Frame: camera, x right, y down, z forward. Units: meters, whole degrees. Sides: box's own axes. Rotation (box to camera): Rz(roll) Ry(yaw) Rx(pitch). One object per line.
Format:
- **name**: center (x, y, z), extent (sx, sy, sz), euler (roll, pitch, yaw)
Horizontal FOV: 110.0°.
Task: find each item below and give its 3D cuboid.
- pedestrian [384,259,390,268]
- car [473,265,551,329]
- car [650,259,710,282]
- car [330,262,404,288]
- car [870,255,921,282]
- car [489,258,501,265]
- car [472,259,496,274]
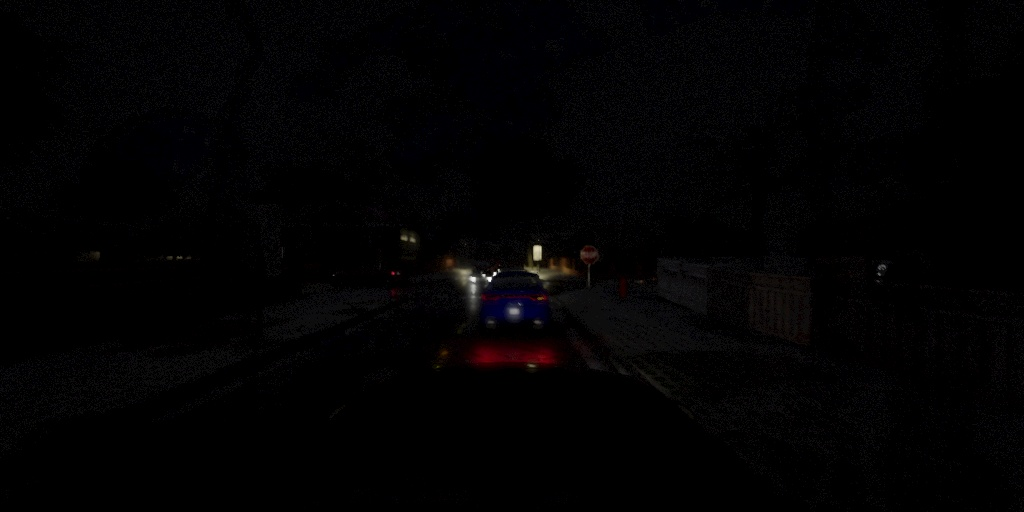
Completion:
- **pedestrian**: center (-9.674, 1.112, 27.295), extent (0.375, 1.860, 0.375), euler (0, -1, 1)
- **car**: center (0.167, 1.209, 11.181), extent (1.882, 1.535, 5.008), euler (0, 0, 3)
- **car**: center (11.765, 0.951, 24.106), extent (4.553, 1.767, 2.097), euler (-1, -2, 1)
- **car**: center (-9.867, 1.236, 24.478), extent (4.553, 1.767, 2.097), euler (-1, -2, 2)
- **car**: center (25.818, 0.776, 23.922), extent (4.553, 1.767, 2.097), euler (-1, -2, 1)
- **car**: center (-2.857, 1.344, 46.116), extent (1.994, 1.385, 4.181), euler (0, 0, 0)
- **car**: center (-2.854, 1.267, 36.027), extent (1.812, 1.442, 4.674), euler (0, 0, 0)
